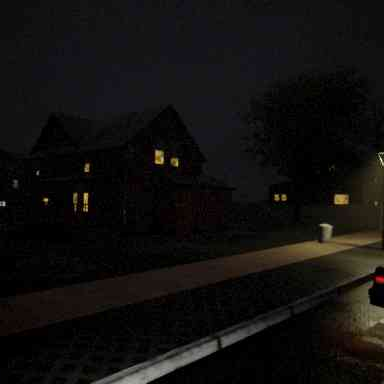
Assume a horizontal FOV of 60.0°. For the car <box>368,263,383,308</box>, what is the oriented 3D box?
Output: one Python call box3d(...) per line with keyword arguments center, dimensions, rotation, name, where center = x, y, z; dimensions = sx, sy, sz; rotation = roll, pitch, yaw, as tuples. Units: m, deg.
box3d(center=(5.569, 1.628, 7.063), dimensions=(5.357, 1.411, 2.033), rotation=(1, -1, -43), name="car")
